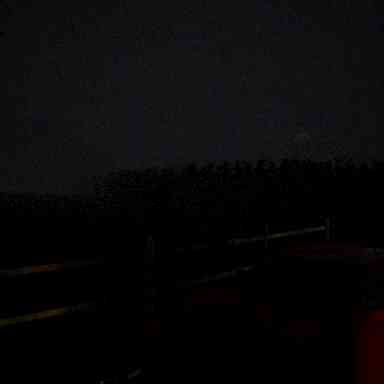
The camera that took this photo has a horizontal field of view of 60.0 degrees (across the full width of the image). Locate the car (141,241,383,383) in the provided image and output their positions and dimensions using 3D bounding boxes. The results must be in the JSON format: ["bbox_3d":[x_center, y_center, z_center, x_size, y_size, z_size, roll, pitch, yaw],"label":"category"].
[{"bbox_3d":[1.765,1.478,4.321,5.008,1.535,1.882,0,0,-35],"label":"car"}]
